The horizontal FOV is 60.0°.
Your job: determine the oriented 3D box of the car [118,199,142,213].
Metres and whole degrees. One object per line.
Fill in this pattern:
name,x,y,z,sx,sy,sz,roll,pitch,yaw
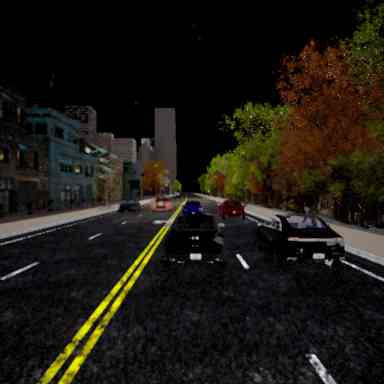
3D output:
car,-6.595,1.509,35.911,2.033,1.411,5.357,0,0,0

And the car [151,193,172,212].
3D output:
car,-3.341,1.312,37.407,2.097,1.767,4.553,0,0,0

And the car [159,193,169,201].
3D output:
car,-6.499,1.038,77.300,2.097,1.767,4.553,0,0,0

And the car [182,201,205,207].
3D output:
car,0.102,1.495,28.281,1.812,1.442,4.674,0,0,0

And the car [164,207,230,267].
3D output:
car,0.100,1.493,11.391,1.837,1.490,4.892,0,0,0

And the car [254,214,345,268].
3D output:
car,3.351,1.479,11.201,2.128,1.511,4.902,0,0,0

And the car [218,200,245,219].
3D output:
car,3.352,1.446,28.807,1.882,1.535,5.008,0,0,0
